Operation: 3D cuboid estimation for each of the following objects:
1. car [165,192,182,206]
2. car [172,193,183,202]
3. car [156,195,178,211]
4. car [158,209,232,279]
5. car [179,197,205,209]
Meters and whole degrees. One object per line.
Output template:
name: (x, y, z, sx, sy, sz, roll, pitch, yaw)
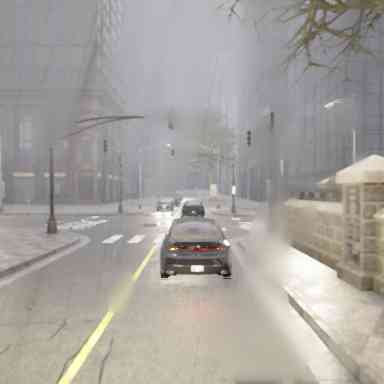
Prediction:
car: (-3.071, 1.072, 49.210, 2.150, 2.045, 5.566, 0, 0, 1)
car: (-3.003, 1.030, 69.492, 2.097, 1.767, 4.553, 0, 1, 0)
car: (-3.092, 1.409, 39.325, 2.128, 1.511, 4.902, 0, 0, 0)
car: (0.048, 1.502, 10.079, 1.837, 1.490, 4.892, 0, 0, -2)
car: (0.094, 1.450, 29.090, 1.882, 1.535, 5.008, 0, 0, 0)
